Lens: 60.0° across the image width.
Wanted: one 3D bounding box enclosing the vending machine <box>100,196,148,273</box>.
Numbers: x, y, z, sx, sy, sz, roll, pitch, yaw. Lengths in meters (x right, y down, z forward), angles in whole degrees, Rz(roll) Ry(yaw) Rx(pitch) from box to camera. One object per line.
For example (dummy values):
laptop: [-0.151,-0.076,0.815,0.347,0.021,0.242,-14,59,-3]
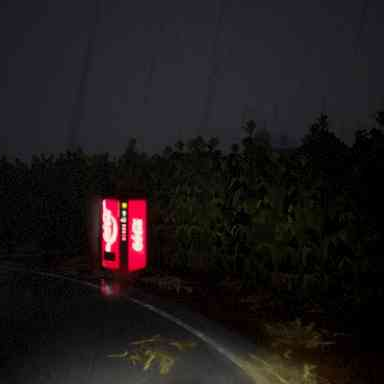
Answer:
vending machine: [-2.018,1.194,9.924,0.880,2.100,1.100,0,0,35]
